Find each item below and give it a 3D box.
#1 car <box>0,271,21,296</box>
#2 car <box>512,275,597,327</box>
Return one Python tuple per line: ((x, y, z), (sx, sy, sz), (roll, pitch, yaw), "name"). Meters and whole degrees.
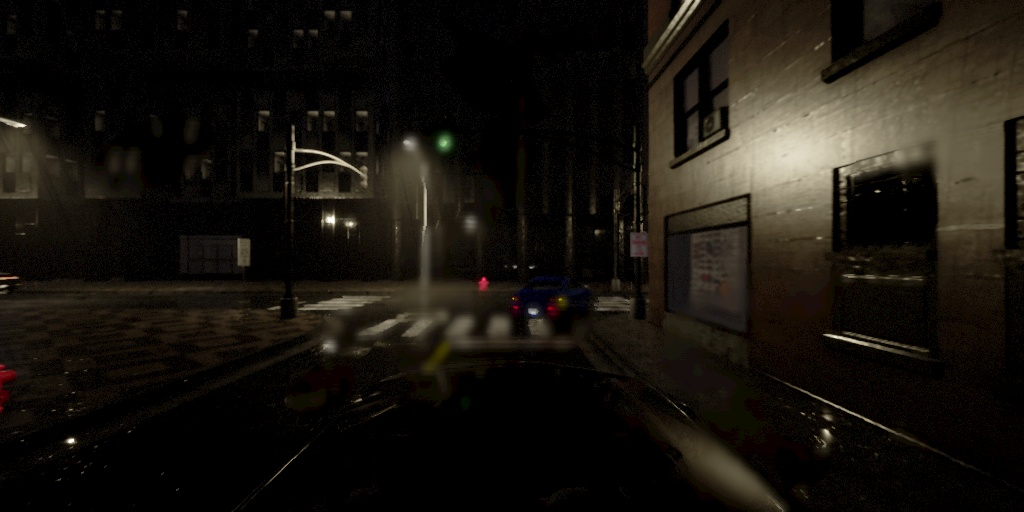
((-28.003, 1.329, 18.042), (4.902, 1.511, 2.128), (0, 0, 0), "car")
((1.474, 1.360, 11.919), (1.812, 1.442, 4.674), (-1, -1, 23), "car")
